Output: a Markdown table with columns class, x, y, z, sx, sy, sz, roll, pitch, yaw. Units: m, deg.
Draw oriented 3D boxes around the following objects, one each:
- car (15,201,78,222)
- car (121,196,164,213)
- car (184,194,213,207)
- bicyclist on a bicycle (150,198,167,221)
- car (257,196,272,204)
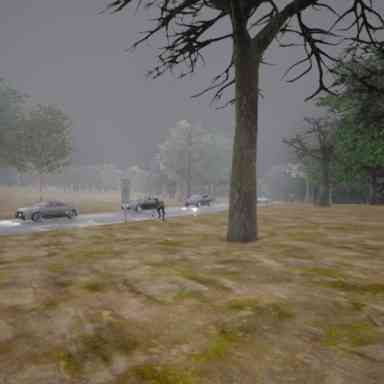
| class | x | y | z | sx | sy | sz | roll | pitch | yaw |
| --- | --- | --- | --- | --- | --- | --- | --- | --- | --- |
| car | -10.453 | 1.342 | 24.095 | 1.994 | 1.385 | 4.181 | 2 | 2 | 37 |
| car | -4.677 | 1.143 | 32.150 | 2.128 | 1.511 | 4.902 | 2 | 2 | 34 |
| car | 0.875 | 1.053 | 40.921 | 1.837 | 1.490 | 4.892 | 1 | 1 | 31 |
| bicyclist on a bicycle | -2.452 | 1.286 | 24.053 | 1.656 | 1.620 | 0.582 | 0 | 0 | 36 |
| car | 12.177 | 1.280 | 55.804 | 1.895 | 1.301 | 4.718 | 1 | 0 | 23 |
